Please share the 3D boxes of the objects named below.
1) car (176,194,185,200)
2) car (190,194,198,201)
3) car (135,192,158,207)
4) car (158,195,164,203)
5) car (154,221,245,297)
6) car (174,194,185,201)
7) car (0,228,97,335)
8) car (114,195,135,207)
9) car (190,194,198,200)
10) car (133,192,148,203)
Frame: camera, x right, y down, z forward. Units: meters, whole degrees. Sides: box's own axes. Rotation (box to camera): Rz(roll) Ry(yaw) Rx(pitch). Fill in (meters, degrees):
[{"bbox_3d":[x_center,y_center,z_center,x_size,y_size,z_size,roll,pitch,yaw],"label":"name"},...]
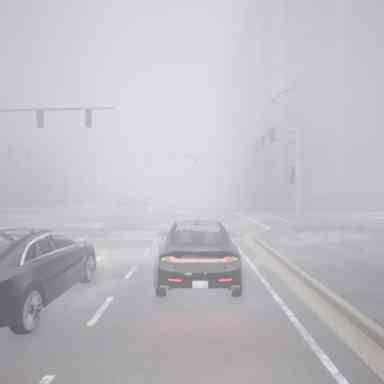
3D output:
[{"bbox_3d":[-2.920,1.341,85.482,2.033,1.411,5.357,0,0,0],"label":"car"},{"bbox_3d":[0.518,1.430,76.414,1.895,1.301,4.718,0,0,0],"label":"car"},{"bbox_3d":[-6.749,1.246,49.739,2.097,1.767,4.553,0,0,1],"label":"car"},{"bbox_3d":[-6.576,1.363,66.238,1.837,1.490,4.892,0,0,1],"label":"car"},{"bbox_3d":[0.134,1.473,8.506,2.128,1.511,4.902,0,0,0],"label":"car"},{"bbox_3d":[-2.986,1.336,75.780,1.837,1.490,4.892,0,0,0],"label":"car"},{"bbox_3d":[-3.400,1.477,6.686,2.128,1.511,4.902,0,0,1],"label":"car"},{"bbox_3d":[-10.248,1.371,49.825,1.882,1.535,5.008,0,0,1],"label":"car"},{"bbox_3d":[0.580,1.279,85.458,1.882,1.535,5.008,0,0,0],"label":"car"},{"bbox_3d":[-10.081,1.081,65.616,2.150,2.045,5.566,0,0,1],"label":"car"}]
